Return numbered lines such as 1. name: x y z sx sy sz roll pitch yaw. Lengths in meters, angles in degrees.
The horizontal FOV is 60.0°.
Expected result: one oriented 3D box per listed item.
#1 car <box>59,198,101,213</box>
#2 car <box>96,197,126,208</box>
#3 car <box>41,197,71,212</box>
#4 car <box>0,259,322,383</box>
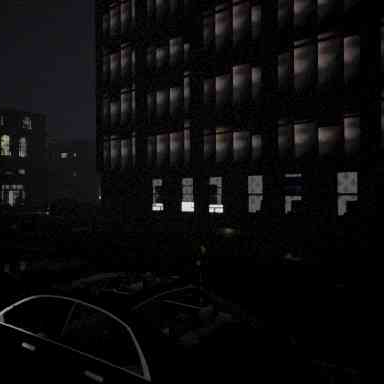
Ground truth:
1. car: -12.177 1.683 37.276 1.802 1.307 4.206 -1 -1 36
2. car: -12.395 1.643 51.182 1.967 1.590 4.097 -1 -1 36
3. car: -16.374 1.489 41.397 2.097 1.767 4.553 0 -1 37
4. car: -0.961 1.551 3.562 4.403 1.369 2.008 0 0 35
